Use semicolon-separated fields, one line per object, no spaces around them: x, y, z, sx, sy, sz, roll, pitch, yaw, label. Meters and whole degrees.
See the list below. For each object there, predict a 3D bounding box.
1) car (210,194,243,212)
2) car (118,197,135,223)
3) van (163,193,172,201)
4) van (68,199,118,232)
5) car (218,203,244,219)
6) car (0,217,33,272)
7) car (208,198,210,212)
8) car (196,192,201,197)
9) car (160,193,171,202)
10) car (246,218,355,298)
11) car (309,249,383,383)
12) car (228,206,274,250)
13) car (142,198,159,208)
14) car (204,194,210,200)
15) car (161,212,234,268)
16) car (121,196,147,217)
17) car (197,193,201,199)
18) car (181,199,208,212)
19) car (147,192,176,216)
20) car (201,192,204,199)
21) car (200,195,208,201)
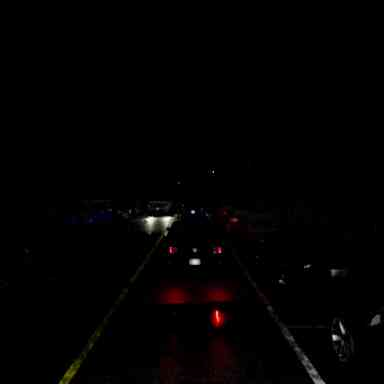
2.754;1.281;24.775;2.192;1.841;5.009;0;0;0;car
-5.771;1.405;24.787;1.967;1.590;4.097;0;0;0;car
-5.787;1.180;78.718;1.690;1.788;3.998;0;0;0;van
-5.769;1.314;19.299;1.690;1.788;3.998;0;0;0;van
2.756;1.555;19.289;1.802;1.307;4.206;0;0;0;car
-5.766;1.428;8.324;1.967;1.590;4.097;0;0;0;car
2.752;1.483;30.433;1.752;1.417;4.829;0;0;0;car
2.736;1.262;84.122;1.967;1.590;4.097;0;0;0;car
-5.786;1.171;73.298;2.192;1.841;5.009;0;0;0;car
2.759;1.554;8.316;1.947;1.339;4.313;0;0;0;car
2.761;1.562;2.829;1.947;1.339;4.313;0;0;0;car
2.758;1.506;13.972;1.752;1.417;4.829;0;0;0;car
-5.778;1.495;46.739;1.947;1.339;4.313;0;0;0;car
2.751;1.265;35.749;2.192;1.841;5.009;0;0;0;car
0.089;1.585;11.155;1.895;1.301;4.718;0;0;0;car
-5.773;1.273;30.274;2.192;1.841;5.009;0;0;0;car
2.739;1.423;73.282;1.947;1.339;4.313;0;0;0;car
0.084;1.525;28.222;1.994;1.385;4.181;0;0;0;car
-3.109;1.175;32.859;2.150;2.045;5.566;0;0;0;car
2.748;1.245;46.723;2.192;1.841;5.009;0;0;0;car
2.737;1.422;78.702;1.802;1.307;4.206;0;0;0;car
